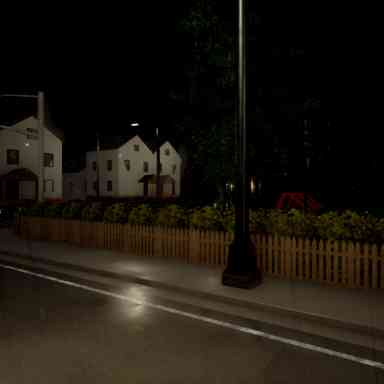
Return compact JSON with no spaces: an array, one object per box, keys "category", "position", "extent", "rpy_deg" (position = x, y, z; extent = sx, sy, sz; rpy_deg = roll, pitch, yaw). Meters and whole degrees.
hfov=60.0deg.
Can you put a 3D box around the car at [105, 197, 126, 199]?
[{"category":"car","position":[-9.389,1.352,38.811],"extent":[2.097,1.767,4.553],"rpy_deg":[0,0,35]}]

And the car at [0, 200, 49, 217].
[{"category":"car","position":[-15.037,1.491,30.641],"extent":[2.128,1.511,4.902],"rpy_deg":[0,0,35]}]
